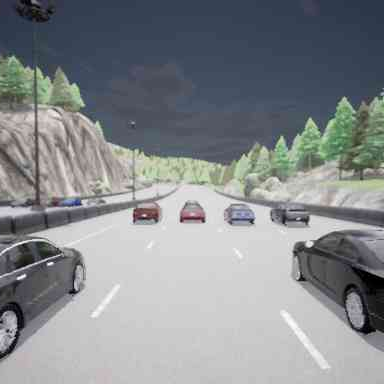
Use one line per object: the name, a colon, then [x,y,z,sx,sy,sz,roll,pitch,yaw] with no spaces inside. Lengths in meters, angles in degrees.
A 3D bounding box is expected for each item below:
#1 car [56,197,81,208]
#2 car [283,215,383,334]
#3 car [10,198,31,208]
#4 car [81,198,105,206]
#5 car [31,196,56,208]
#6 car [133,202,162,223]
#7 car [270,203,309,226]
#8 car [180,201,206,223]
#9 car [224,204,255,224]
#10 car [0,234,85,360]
car: [-17.606,1.583,48.616,1.882,1.535,5.008,0,0,0]
car: [3.573,1.502,6.826,1.882,1.535,5.008,0,0,0]
car: [-24.606,1.619,48.698,1.812,1.442,4.674,0,0,0]
car: [-14.104,1.604,48.857,2.128,1.511,4.902,0,0,0]
car: [-21.105,1.451,48.882,2.097,1.767,4.553,0,0,0]
car: [-3.455,1.545,26.440,1.882,1.535,5.008,0,0,0]
car: [7.048,1.571,24.380,2.128,1.511,4.902,0,0,0]
car: [0.044,1.636,26.572,1.994,1.385,4.181,0,0,0]
car: [3.546,1.624,25.540,2.033,1.411,5.357,0,0,0]
car: [-3.426,1.515,5.933,1.837,1.490,4.892,0,0,0]
